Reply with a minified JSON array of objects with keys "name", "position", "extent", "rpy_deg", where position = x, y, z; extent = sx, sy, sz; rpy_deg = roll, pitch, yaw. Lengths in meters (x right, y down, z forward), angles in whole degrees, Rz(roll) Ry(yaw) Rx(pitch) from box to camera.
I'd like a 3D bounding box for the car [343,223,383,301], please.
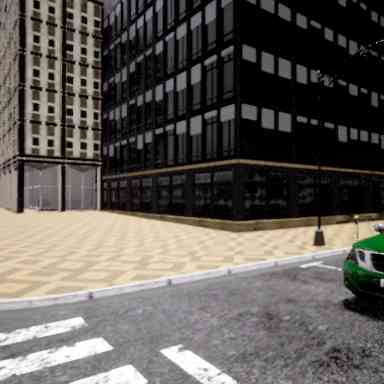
[{"name":"car","position":[5.721,1.291,7.453],"extent":[5.566,2.045,2.150],"rpy_deg":[1,-1,-35]}]
